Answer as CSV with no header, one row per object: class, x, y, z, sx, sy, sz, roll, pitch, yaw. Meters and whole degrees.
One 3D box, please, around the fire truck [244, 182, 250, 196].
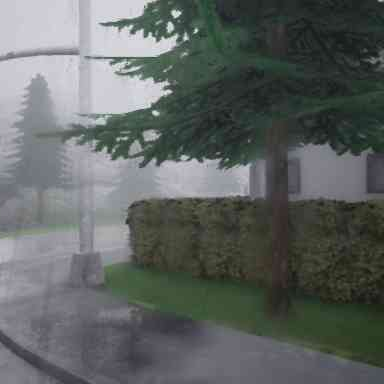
fire truck,9.515,0.477,40.632,2.891,3.827,8.468,-1,0,36
